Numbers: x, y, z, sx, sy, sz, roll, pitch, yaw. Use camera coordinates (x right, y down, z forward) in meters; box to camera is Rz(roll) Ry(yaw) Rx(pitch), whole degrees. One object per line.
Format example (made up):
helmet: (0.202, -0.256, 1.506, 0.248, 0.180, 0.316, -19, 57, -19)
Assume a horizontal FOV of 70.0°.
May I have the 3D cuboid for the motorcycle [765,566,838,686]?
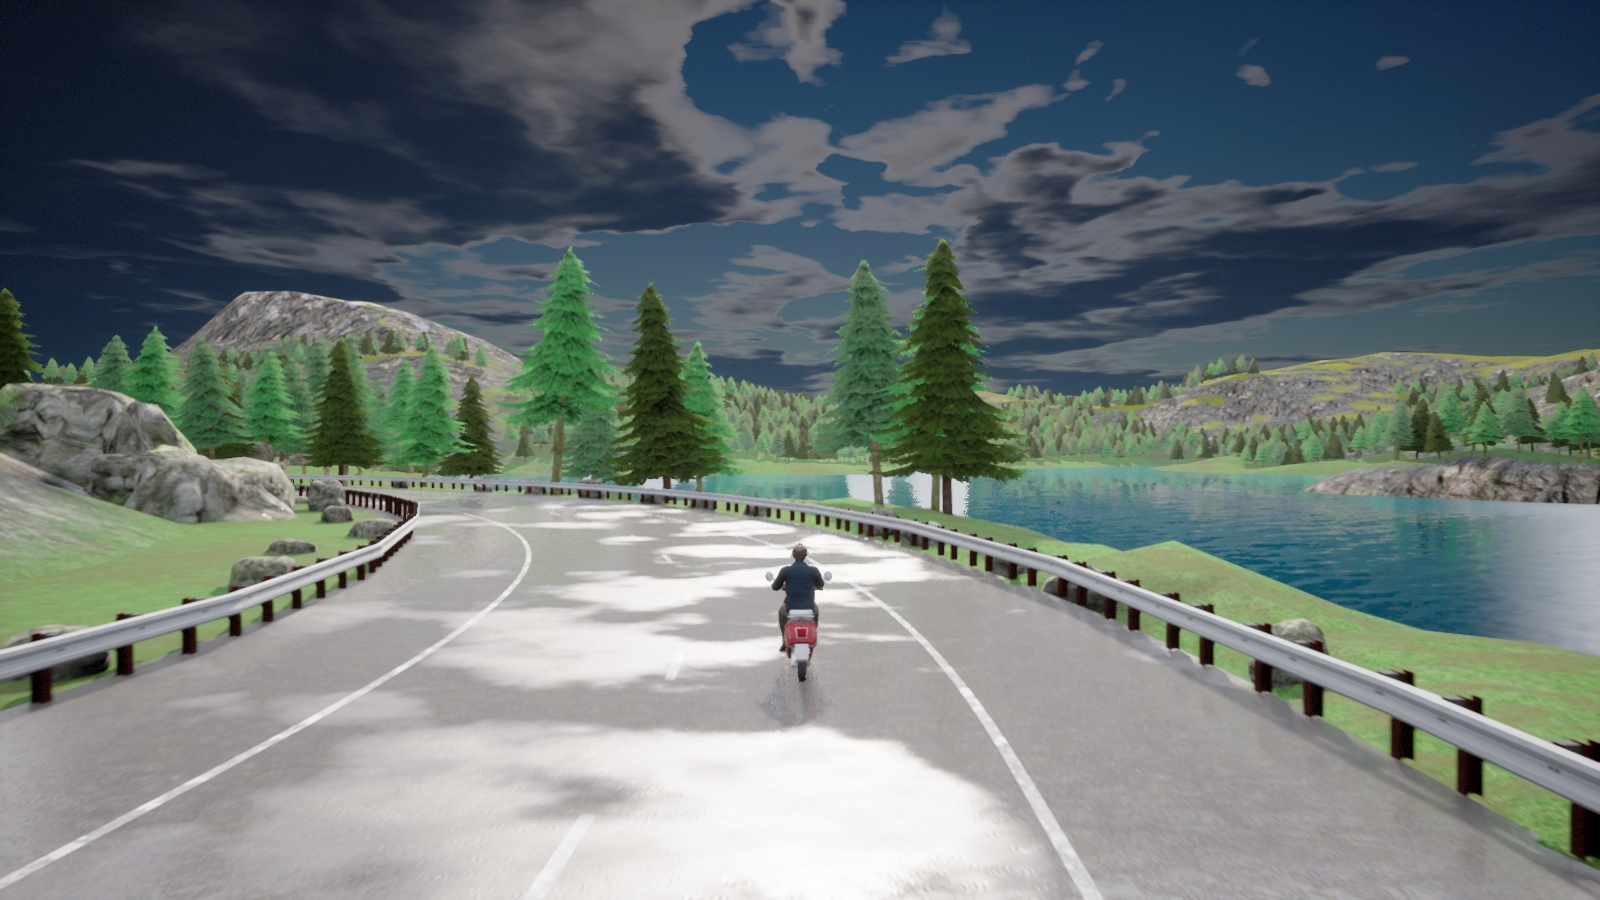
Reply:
motorcycle: (-0.007, 2.182, 14.479, 0.856, 1.236, 1.805, 0, 0, -2)
